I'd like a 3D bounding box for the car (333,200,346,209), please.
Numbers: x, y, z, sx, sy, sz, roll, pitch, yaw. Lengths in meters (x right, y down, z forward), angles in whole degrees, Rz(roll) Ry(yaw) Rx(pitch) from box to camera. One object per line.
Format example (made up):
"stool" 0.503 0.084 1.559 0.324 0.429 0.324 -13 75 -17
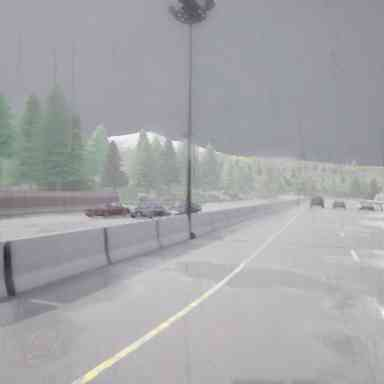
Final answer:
"car" 25.199 2.084 56.942 2.128 1.511 4.902 1 0 21

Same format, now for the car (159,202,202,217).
"car" -0.594 1.591 29.155 2.128 1.511 4.902 1 0 21

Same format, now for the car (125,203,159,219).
"car" -3.862 1.723 30.411 1.994 1.385 4.181 1 0 21

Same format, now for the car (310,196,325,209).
"car" 21.683 1.777 57.542 2.150 2.045 5.566 1 0 21

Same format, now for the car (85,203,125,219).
"car" -7.628 1.680 30.402 1.895 1.301 4.718 1 0 21

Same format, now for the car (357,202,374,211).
"car" 26.839 2.181 51.463 1.895 1.301 4.718 1 0 21

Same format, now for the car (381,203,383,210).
"car" 30.551 2.147 51.367 1.812 1.442 4.674 1 0 22
